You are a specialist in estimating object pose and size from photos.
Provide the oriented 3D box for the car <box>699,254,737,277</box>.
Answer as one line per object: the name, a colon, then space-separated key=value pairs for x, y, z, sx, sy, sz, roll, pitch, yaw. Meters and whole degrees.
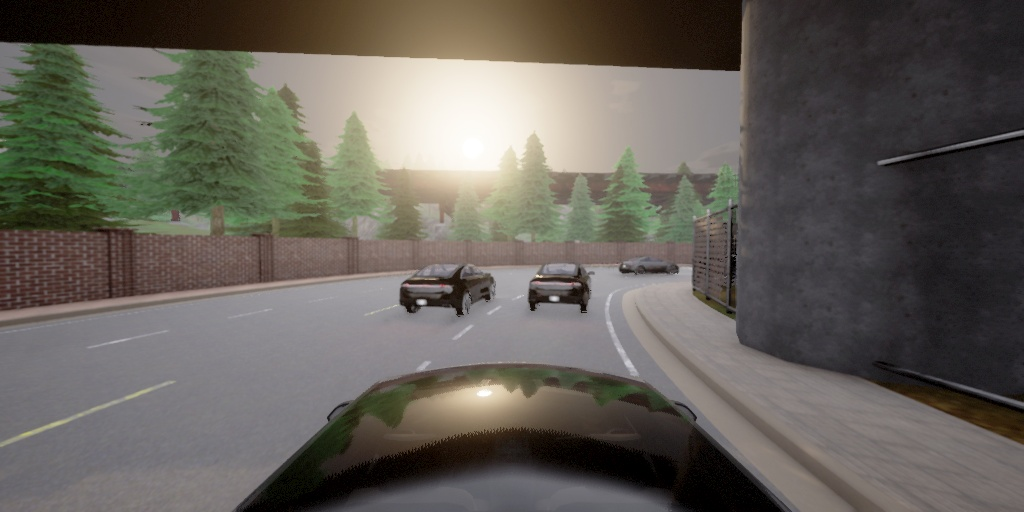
car: x=15.354 y=0.724 z=23.587 sx=4.892 sy=1.490 sz=1.837 roll=0 pitch=1 yaw=-7

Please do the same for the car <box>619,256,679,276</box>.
car: x=10.024 y=0.696 z=26.242 sx=4.181 sy=1.385 sz=1.994 roll=0 pitch=1 yaw=-15

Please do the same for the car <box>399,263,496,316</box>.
car: x=-1.912 y=0.964 z=12.003 sx=2.128 sy=1.511 sz=4.902 roll=0 pitch=2 yaw=12

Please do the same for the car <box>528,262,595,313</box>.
car: x=1.827 y=0.956 z=12.671 sx=2.128 sy=1.511 sz=4.902 roll=0 pitch=1 yaw=14
